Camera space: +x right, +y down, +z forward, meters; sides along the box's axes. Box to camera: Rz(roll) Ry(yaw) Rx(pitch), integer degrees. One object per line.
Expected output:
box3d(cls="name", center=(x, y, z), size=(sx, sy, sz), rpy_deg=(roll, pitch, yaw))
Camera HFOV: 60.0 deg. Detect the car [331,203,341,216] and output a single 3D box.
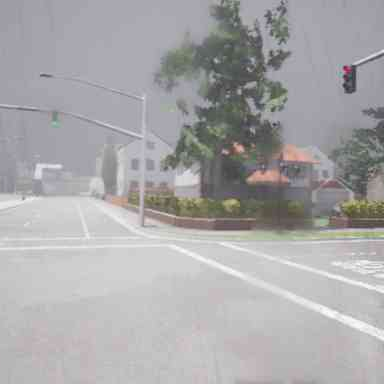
box3d(cls="car", center=(15.491, 1.769, 32.196), size=(1.970, 1.475, 3.806), rpy_deg=(2, 0, -19))
